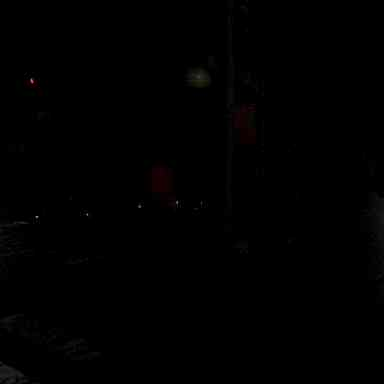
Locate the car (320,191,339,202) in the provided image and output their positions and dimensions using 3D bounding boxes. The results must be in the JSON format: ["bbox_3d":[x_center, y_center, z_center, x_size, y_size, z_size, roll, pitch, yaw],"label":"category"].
[{"bbox_3d":[20.138,0.600,48.594,1.837,1.490,4.892,0,1,35],"label":"car"}]

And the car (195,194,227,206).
[{"bbox_3d":[2.373,0.955,40.476,1.895,1.301,4.718,0,1,35],"label":"car"}]

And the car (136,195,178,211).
[{"bbox_3d":[-3.356,1.017,32.261,2.128,1.511,4.902,0,1,35],"label":"car"}]

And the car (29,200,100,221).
[{"bbox_3d":[-9.106,1.304,24.008,1.895,1.301,4.718,0,1,35],"label":"car"}]

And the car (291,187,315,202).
[{"bbox_3d":[16.216,0.346,48.647,2.150,2.045,5.566,0,1,35],"label":"car"}]
